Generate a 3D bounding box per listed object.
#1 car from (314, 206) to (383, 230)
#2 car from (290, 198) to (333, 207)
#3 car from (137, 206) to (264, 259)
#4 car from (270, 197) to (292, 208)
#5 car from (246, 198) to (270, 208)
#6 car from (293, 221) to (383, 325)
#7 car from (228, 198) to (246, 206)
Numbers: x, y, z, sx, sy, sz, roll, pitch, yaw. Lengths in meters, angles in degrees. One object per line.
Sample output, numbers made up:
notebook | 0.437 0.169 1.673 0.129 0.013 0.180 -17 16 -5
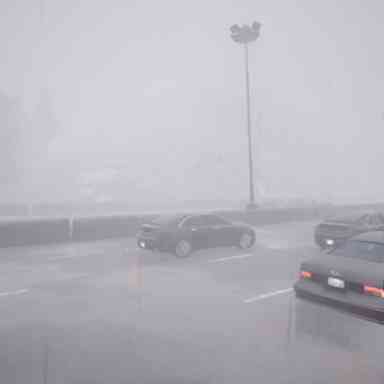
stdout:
car | 6.729 1.476 12.889 4.892 1.490 1.837 0 0 -36
car | 12.759 1.538 34.673 4.718 1.301 1.895 0 0 -36
car | 0.322 1.497 12.618 4.892 1.490 1.837 -1 0 -35
car | 11.780 1.429 38.274 4.902 1.511 2.128 0 0 -36
car | 9.387 1.420 40.864 5.008 1.535 1.882 0 0 -36
car | 4.414 1.530 6.934 5.357 1.411 2.033 0 0 -35
car | 7.221 1.495 43.619 5.357 1.411 2.033 0 0 -36
